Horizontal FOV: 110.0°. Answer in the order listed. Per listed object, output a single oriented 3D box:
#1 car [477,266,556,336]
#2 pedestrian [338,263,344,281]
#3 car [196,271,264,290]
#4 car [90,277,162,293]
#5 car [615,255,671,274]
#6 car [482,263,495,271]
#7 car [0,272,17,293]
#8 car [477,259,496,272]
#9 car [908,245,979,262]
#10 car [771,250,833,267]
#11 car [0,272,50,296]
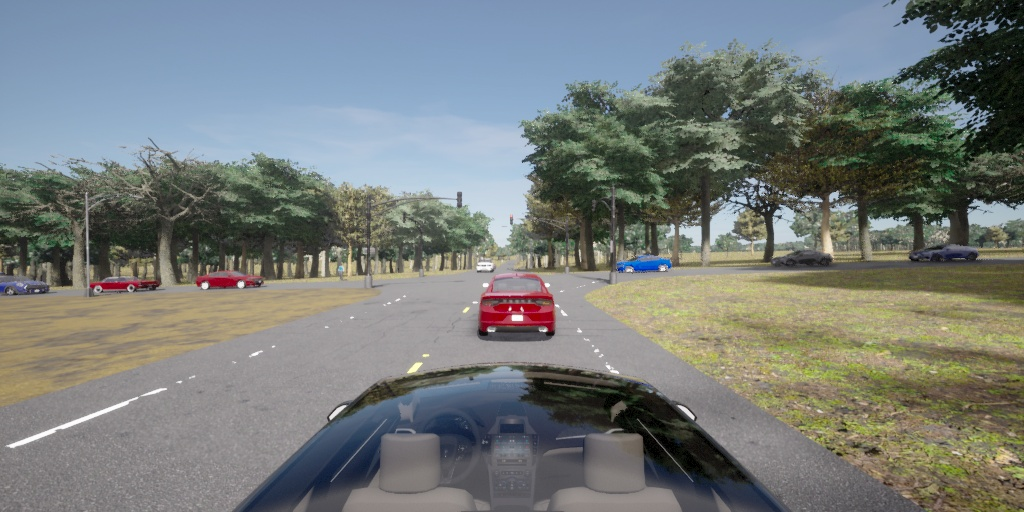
[{"bbox_3d":[0.129,1.229,10.446,1.882,1.535,5.008,0,0,0],"label":"car"},{"bbox_3d":[-17.905,1.665,37.570,0.375,1.860,0.375,0,1,3],"label":"pedestrian"},{"bbox_3d":[-23.682,1.973,30.224,5.008,1.535,1.882,-2,-1,2],"label":"car"},{"bbox_3d":[-33.040,2.415,30.647,4.718,1.301,1.895,-2,-1,3],"label":"car"},{"bbox_3d":[11.442,0.722,31.677,5.008,1.535,1.882,-2,-1,-8],"label":"car"},{"bbox_3d":[-4.074,1.907,62.961,1.994,1.385,4.181,0,-1,0],"label":"car"},{"bbox_3d":[-52.812,2.699,35.247,5.566,2.045,2.150,-2,-1,3],"label":"car"},{"bbox_3d":[-3.910,1.391,53.011,2.150,2.045,5.566,0,-1,1],"label":"car"},{"bbox_3d":[37.630,-0.248,31.283,4.674,1.442,1.812,-2,-1,2],"label":"car"},{"bbox_3d":[25.639,0.217,31.808,4.674,1.442,1.812,-2,-1,2],"label":"car"},{"bbox_3d":[-43.321,2.500,31.141,4.553,1.767,2.097,-2,-1,3],"label":"car"}]
